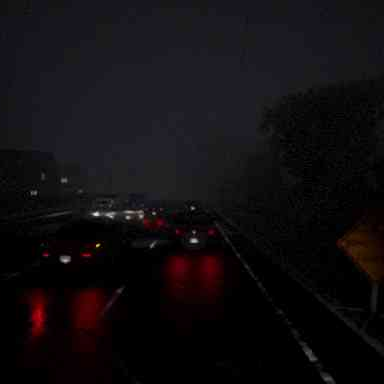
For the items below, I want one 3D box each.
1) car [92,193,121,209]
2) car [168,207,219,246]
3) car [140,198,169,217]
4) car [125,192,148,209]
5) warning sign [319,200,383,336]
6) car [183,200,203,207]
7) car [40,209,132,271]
[{"bbox_3d":[-9.847,1.091,38.791,2.150,2.045,5.566,0,0,0],"label":"car"},{"bbox_3d":[0.092,1.552,14.896,1.895,1.301,4.718,0,0,0],"label":"car"},{"bbox_3d":[-3.158,1.500,30.040,1.895,1.301,4.718,0,0,0],"label":"car"},{"bbox_3d":[-6.596,1.083,40.382,2.150,2.045,5.566,0,0,0],"label":"car"},{"bbox_3d":[2.881,1.100,5.215,1.300,1.860,1.060,2,2,0],"label":"warning sign"},{"bbox_3d":[0.093,1.456,31.949,1.994,1.385,4.181,0,0,0],"label":"car"},{"bbox_3d":[-3.170,1.491,10.652,1.812,1.442,4.674,0,0,0],"label":"car"}]
